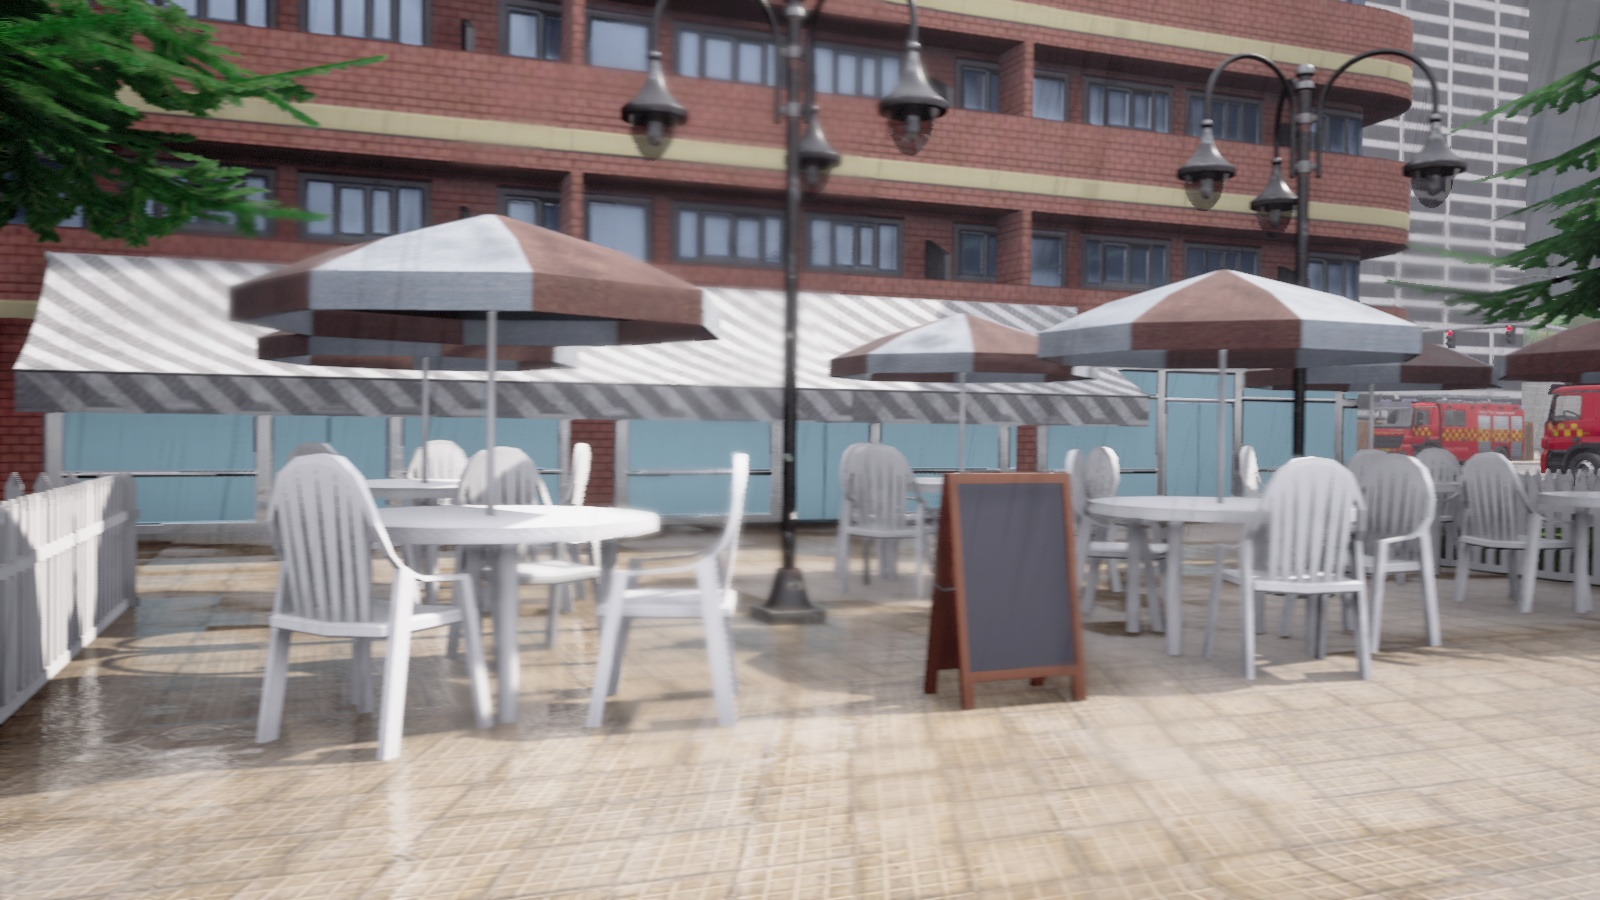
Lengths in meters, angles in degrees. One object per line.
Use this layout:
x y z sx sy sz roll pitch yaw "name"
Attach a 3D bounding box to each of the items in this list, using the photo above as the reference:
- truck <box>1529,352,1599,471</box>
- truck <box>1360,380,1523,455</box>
27.577 -1.233 39.101 2.891 3.827 8.468 -1 1 -21 "truck"
34.397 -1.754 67.271 8.468 3.827 2.891 -1 1 -21 "truck"
